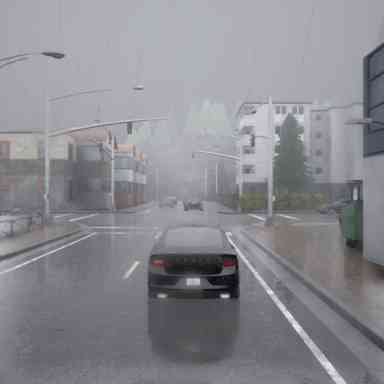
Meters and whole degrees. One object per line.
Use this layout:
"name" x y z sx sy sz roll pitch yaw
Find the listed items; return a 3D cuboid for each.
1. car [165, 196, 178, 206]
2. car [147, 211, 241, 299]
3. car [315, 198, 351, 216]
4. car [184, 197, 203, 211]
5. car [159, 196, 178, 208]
"car" -3.550 1.477 57.738 1.882 1.535 5.008 0 0 1
"car" 0.052 1.478 8.505 1.882 1.535 5.008 0 0 1
"car" 13.389 1.328 29.247 4.892 1.490 1.837 0 0 0
"car" 0.111 1.352 39.594 2.097 1.767 4.553 0 0 -3
"car" -3.567 1.547 47.423 2.033 1.411 5.357 0 0 0
